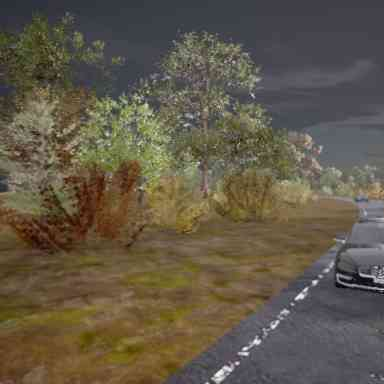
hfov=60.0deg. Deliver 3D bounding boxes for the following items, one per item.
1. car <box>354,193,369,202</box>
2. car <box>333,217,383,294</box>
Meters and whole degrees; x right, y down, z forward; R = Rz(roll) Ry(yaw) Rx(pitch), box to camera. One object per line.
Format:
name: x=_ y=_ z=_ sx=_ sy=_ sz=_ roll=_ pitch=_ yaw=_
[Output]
car: x=32.149 y=1.057 z=63.077 sx=2.097 sy=1.767 sz=4.553 roll=0 pitch=0 yaw=21
car: x=4.926 y=1.464 z=8.526 sx=1.837 sy=1.490 sz=4.892 roll=0 pitch=0 yaw=32
